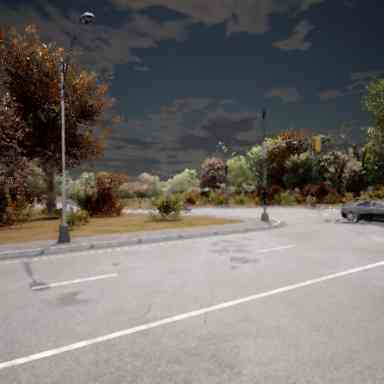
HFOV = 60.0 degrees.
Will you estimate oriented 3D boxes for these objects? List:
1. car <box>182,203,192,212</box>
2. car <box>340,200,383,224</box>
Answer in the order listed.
[{"bbox_3d":[-1.837,1.783,40.128,1.812,1.442,4.674,-1,-2,-32],"label":"car"},{"bbox_3d":[11.211,1.219,19.485,2.128,1.511,4.902,-1,1,-32],"label":"car"}]
